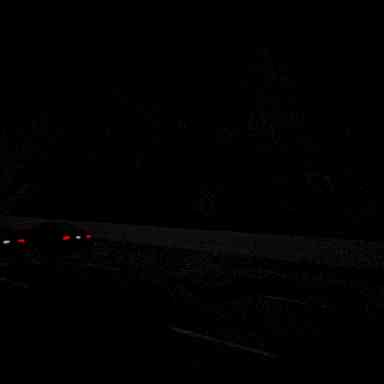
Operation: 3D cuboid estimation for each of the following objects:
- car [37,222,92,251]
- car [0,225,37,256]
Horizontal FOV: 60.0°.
[{"bbox_3d":[-7.734,2.391,18.439,5.357,1.411,2.033,-1,-4,39],"label":"car"},{"bbox_3d":[-9.683,2.175,15.470,5.357,1.411,2.033,-1,-4,39],"label":"car"}]
